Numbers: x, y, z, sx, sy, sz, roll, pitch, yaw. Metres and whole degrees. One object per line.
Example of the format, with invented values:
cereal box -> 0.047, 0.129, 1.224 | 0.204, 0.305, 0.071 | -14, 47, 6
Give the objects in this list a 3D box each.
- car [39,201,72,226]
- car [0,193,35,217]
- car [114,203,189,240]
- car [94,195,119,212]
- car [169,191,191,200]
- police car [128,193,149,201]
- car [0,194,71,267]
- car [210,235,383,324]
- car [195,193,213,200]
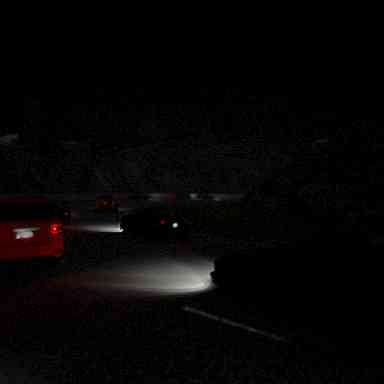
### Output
car -> -9.328, 1.376, 22.606 | 1.895, 1.301, 4.718 | 1, 0, -24
car -> -14.527, 1.037, 27.549 | 2.097, 1.767, 4.553 | 1, 0, -16
car -> -1.962, 1.462, 16.718 | 1.994, 1.385, 4.181 | 0, 0, -37
car -> -8.808, 1.077, 34.643 | 2.097, 1.767, 4.553 | 1, 0, -7
car -> -2.892, 0.818, 78.465 | 5.566, 2.045, 2.150 | 0, 0, -41
police car -> -11.079, 0.956, 69.453 | 1.930, 1.638, 5.238 | 1, 0, 35
car -> -5.779, 1.101, 10.170 | 2.150, 2.045, 5.566 | 0, 1, -40
car -> 2.969, 1.558, 6.351 | 5.357, 1.411, 2.033 | 1, 0, 39
car -> 2.950, 1.154, 82.895 | 4.892, 1.490, 1.837 | 1, 0, -33
